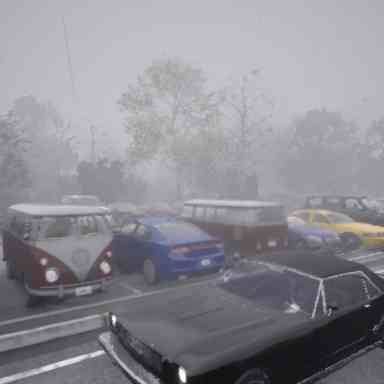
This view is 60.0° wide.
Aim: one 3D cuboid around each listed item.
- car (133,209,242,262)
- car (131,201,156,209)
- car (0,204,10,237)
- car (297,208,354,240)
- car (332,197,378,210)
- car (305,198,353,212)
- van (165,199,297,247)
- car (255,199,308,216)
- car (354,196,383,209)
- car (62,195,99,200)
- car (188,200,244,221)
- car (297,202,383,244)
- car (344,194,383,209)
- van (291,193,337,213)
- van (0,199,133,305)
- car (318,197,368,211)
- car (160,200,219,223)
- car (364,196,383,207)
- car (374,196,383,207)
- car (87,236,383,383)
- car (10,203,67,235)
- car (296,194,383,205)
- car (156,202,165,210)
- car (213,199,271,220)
[{"bbox_3d":[-1.108,1.497,9.791,2.097,1.535,5.008,0,0,-36],"label":"car"},{"bbox_3d":[-4.827,1.478,23.226,2.097,1.535,5.008,0,0,-36],"label":"car"},{"bbox_3d":[-11.594,1.509,18.371,2.097,1.535,5.008,0,0,-36],"label":"car"},{"bbox_3d":[3.448,1.515,13.060,2.002,1.452,4.674,0,0,-36],"label":"car"},{"bbox_3d":[20.009,1.398,40.985,2.002,1.452,4.674,0,0,-36],"label":"car"},{"bbox_3d":[15.493,1.419,37.753,2.002,1.452,4.674,0,0,-36],"label":"car"},{"bbox_3d":[1.101,1.260,11.521,1.878,1.987,4.442,0,0,-36],"label":"van"},{"bbox_3d":[8.738,1.442,32.888,2.163,1.488,4.792,0,0,-36],"label":"car"},{"bbox_3d":[24.519,1.338,44.221,2.097,1.535,5.008,0,0,-36],"label":"car"},{"bbox_3d":[-7.066,1.238,21.582,2.435,2.045,5.566,0,0,-36],"label":"car"},{"bbox_3d":[1.931,1.475,28.090,2.163,1.488,4.792,0,0,-36],"label":"car"},{"bbox_3d":[5.837,1.460,14.538,1.946,1.575,5.366,0,0,-36],"label":"car"},{"bbox_3d":[22.246,1.223,42.627,2.185,1.767,4.553,0,0,-36],"label":"car"},{"bbox_3d":[13.166,1.164,36.235,1.878,1.987,4.442,0,0,-36],"label":"van"},{"bbox_3d":[-3.327,1.281,8.067,1.878,1.987,4.442,0,0,-36],"label":"van"},{"bbox_3d":[17.753,1.369,39.367,2.097,1.535,5.008,0,0,-36],"label":"car"},{"bbox_3d":[-0.312,1.457,26.457,2.231,1.521,4.892,0,0,-36],"label":"car"},{"bbox_3d":[26.783,1.330,45.826,2.231,1.521,4.892,0,0,-36],"label":"car"},{"bbox_3d":[29.019,1.349,47.469,2.163,1.488,4.792,0,0,-36],"label":"car"},{"bbox_3d":[1.246,1.596,4.573,4.718,1.301,1.895,0,0,-36],"label":"car"},{"bbox_3d":[-9.334,1.501,19.987,2.231,1.521,4.892,0,0,-36],"label":"car"},{"bbox_3d":[8.025,1.201,16.297,2.435,2.045,5.566,0,0,-36],"label":"car"},{"bbox_3d":[-2.569,1.467,24.841,2.097,1.535,5.008,0,0,-36],"label":"car"},{"bbox_3d":[4.313,1.431,29.530,1.946,1.575,5.366,0,0,-36],"label":"car"}]
